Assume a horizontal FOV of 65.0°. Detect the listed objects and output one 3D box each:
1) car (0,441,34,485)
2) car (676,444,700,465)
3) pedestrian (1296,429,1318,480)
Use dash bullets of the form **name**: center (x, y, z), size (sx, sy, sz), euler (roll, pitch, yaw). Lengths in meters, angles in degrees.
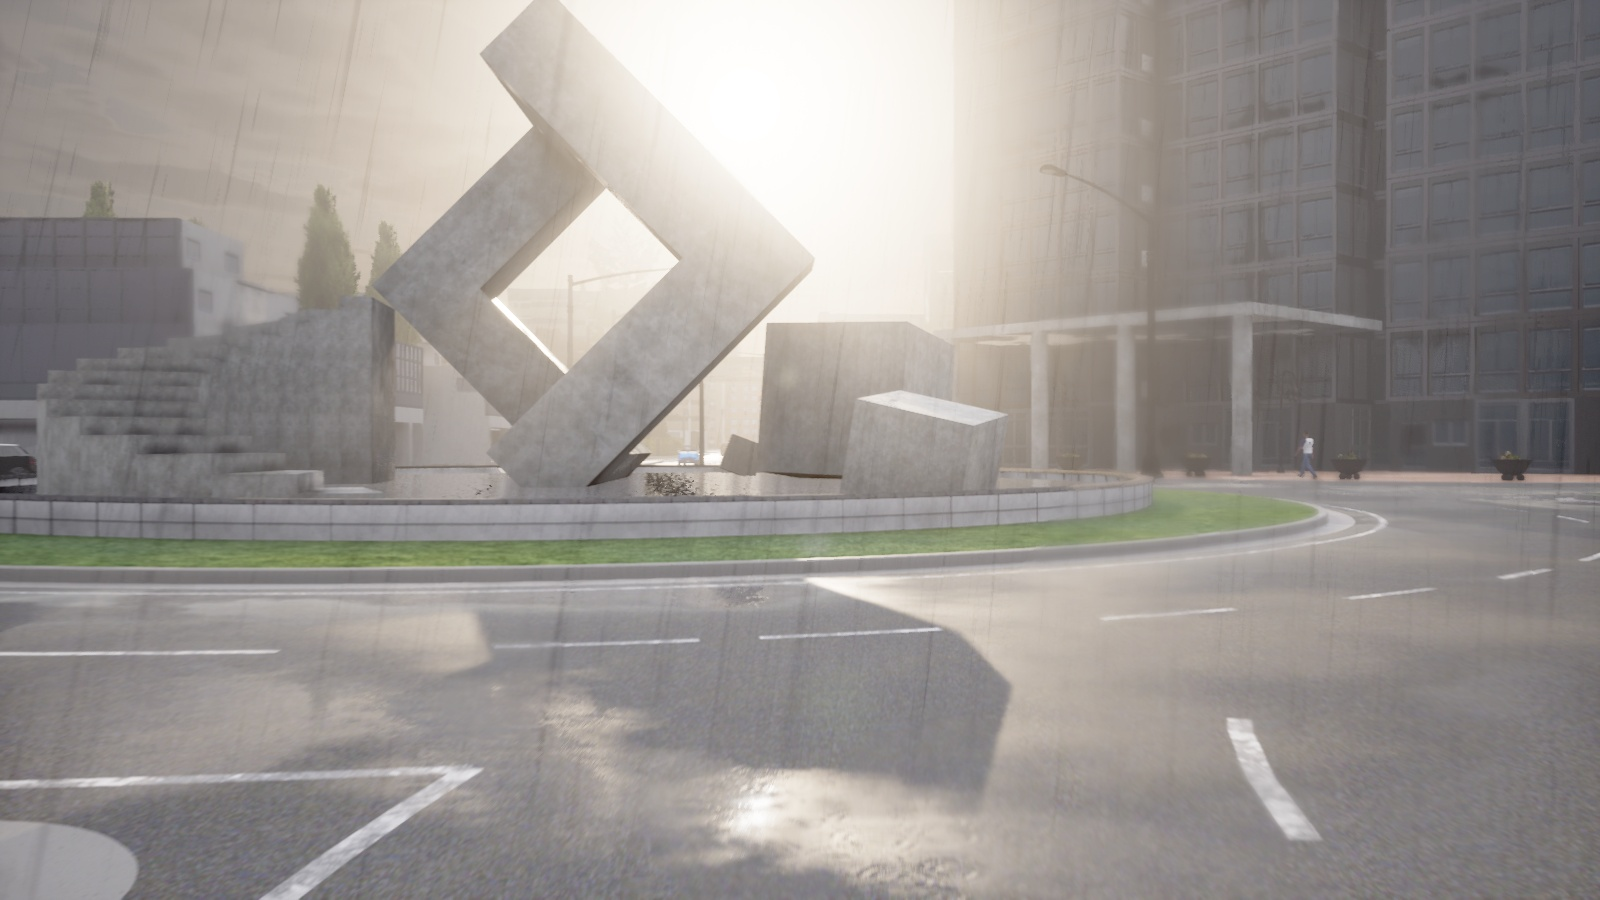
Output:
- **car**: center (-28.237, 0.435, 42.586), size (3.806, 1.475, 1.970), euler (0, 0, -29)
- **car**: center (-7.439, 0.323, 83.442), size (1.481, 1.376, 2.207), euler (0, 0, -1)
- **pedestrian**: center (18.559, 0.168, 45.983), size (0.354, 1.836, 0.706), euler (0, 0, -23)
